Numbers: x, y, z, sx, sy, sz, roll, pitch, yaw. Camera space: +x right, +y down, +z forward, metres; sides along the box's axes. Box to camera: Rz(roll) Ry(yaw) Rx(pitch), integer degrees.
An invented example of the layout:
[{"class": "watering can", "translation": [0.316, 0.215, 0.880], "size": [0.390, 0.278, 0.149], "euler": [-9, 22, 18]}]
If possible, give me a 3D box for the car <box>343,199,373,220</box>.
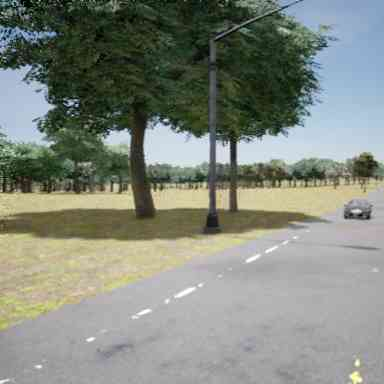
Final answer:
[{"class": "car", "translation": [13.527, 1.356, 26.988], "size": [2.128, 1.511, 4.902], "euler": [0, 0, 31]}]
